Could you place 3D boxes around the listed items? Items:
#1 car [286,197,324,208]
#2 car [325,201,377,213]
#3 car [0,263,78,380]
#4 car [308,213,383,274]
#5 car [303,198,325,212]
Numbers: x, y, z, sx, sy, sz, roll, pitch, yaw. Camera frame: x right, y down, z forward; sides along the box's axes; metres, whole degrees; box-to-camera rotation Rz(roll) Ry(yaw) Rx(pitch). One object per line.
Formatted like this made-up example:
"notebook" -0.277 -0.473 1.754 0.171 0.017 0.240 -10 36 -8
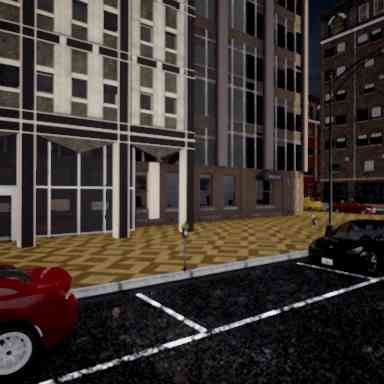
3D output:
"car" 15.663 1.471 46.429 1.752 1.417 4.829 0 0 -36
"car" 15.577 1.512 32.202 1.802 1.307 4.206 0 0 -36
"car" -3.717 1.545 3.902 4.507 1.381 1.887 0 0 -36
"car" 5.533 1.560 10.525 4.313 1.339 1.947 0 0 -36
"car" 12.369 1.445 36.661 1.752 1.417 4.829 0 0 -36
